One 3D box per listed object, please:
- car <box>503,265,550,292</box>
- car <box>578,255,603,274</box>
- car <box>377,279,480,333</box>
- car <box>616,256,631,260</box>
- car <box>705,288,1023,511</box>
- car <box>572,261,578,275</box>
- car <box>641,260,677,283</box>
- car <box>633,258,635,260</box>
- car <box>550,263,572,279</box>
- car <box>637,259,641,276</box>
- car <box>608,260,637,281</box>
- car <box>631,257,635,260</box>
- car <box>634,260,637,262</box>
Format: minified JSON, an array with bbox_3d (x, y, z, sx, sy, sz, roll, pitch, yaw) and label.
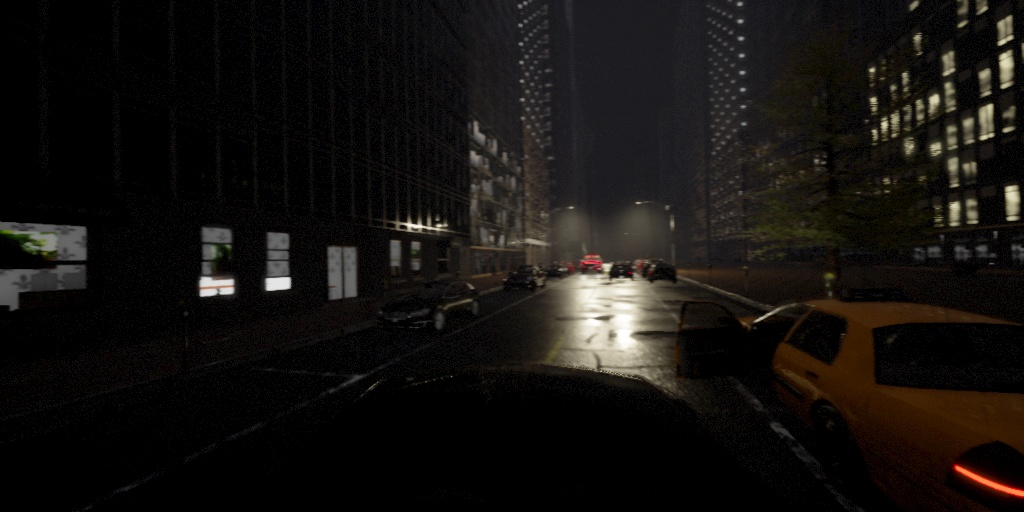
[{"bbox_3d":[0.845,1.295,22.199,1.967,1.591,4.097,0,0,16],"label":"car"},{"bbox_3d":[9.231,0.970,41.310,2.150,2.045,5.566,-2,-1,17],"label":"car"},{"bbox_3d":[-2.368,1.427,11.283,2.007,1.370,4.403,0,0,16],"label":"car"},{"bbox_3d":[13.215,1.127,43.895,1.882,1.535,5.008,-2,0,17],"label":"car"},{"bbox_3d":[3.834,1.113,3.970,1.801,1.575,5.366,-2,0,16],"label":"car"},{"bbox_3d":[5.663,1.371,38.571,1.888,1.381,4.507,0,0,16],"label":"car"},{"bbox_3d":[10.481,1.157,25.269,2.007,1.370,4.403,0,0,16],"label":"car"},{"bbox_3d":[15.300,1.159,41.642,1.802,1.307,4.207,0,0,16],"label":"car"},{"bbox_3d":[4.057,1.386,33.114,2.007,1.370,4.403,0,0,16],"label":"car"},{"bbox_3d":[12.086,1.036,30.726,1.967,1.591,4.097,0,0,16],"label":"car"},{"bbox_3d":[8.814,1.277,28.969,1.895,1.301,4.718,-2,0,17],"label":"car"},{"bbox_3d":[16.906,1.118,47.099,2.007,1.370,4.403,0,0,16],"label":"car"},{"bbox_3d":[13.693,1.132,36.184,1.888,1.381,4.507,0,0,16],"label":"car"}]
